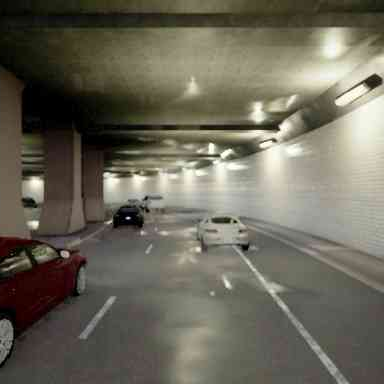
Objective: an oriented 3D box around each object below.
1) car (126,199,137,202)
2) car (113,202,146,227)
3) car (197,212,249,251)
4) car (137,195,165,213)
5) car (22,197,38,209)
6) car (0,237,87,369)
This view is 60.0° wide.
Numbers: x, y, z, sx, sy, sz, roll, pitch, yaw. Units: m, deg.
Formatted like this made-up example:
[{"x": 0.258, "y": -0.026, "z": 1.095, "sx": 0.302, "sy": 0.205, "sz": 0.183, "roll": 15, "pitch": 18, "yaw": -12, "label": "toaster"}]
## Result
[{"x": -9.063, "y": 1.754, "z": 51.276, "sx": 1.812, "sy": 1.442, "sz": 4.674, "roll": 0, "pitch": 0, "yaw": -26, "label": "car"}, {"x": -4.451, "y": 1.669, "z": 23.551, "sx": 1.994, "sy": 1.385, "sz": 4.181, "roll": 0, "pitch": 0, "yaw": -8, "label": "car"}, {"x": 1.228, "y": 1.588, "z": 14.333, "sx": 1.812, "sy": 1.442, "sz": 4.674, "roll": 0, "pitch": 0, "yaw": -2, "label": "car"}, {"x": -4.806, "y": 1.398, "z": 40.322, "sx": 2.150, "sy": 2.045, "sz": 5.566, "roll": 0, "pitch": -1, "yaw": -18, "label": "car"}, {"x": -24.658, "y": 1.584, "z": 50.131, "sx": 2.097, "sy": 1.767, "sz": 4.553, "roll": 0, "pitch": 0, "yaw": -32, "label": "car"}, {"x": -3.350, "y": 1.505, "z": 5.677, "sx": 1.882, "sy": 1.535, "sz": 5.008, "roll": 0, "pitch": 0, "yaw": 0, "label": "car"}]
